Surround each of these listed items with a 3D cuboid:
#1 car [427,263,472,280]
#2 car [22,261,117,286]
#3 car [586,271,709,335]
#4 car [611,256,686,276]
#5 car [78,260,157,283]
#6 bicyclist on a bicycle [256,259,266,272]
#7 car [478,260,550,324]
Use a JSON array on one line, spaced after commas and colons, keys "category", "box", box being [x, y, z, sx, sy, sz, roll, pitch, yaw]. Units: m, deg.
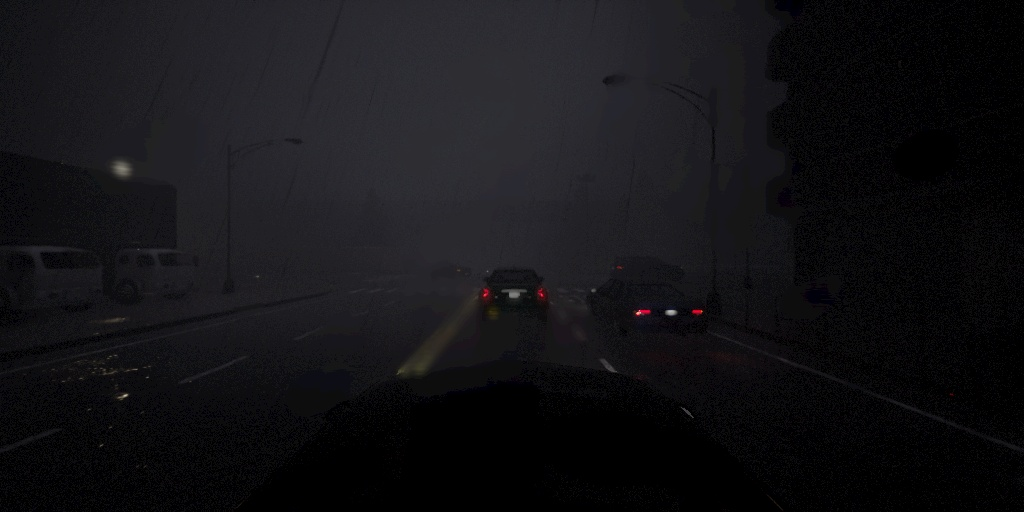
[{"category": "car", "box": [-5.630, 1.351, 32.255, 4.674, 1.442, 1.812, 0, -1, 39]}, {"category": "car", "box": [-33.860, 1.299, 27.537, 4.674, 1.442, 1.812, 0, 0, 0]}, {"category": "car", "box": [3.574, 1.324, 10.523, 2.033, 1.411, 5.357, 0, 0, 0]}, {"category": "car", "box": [10.573, 1.011, 28.092, 5.566, 2.045, 2.150, -1, -1, -5]}, {"category": "car", "box": [-34.166, 1.310, 31.046, 4.674, 1.442, 1.812, 0, 0, 0]}, {"category": "bicyclist on a bicycle", "box": [-29.422, 1.119, 42.034, 0.582, 1.620, 1.656, 0, 0, 0]}, {"category": "car", "box": [0.067, 1.134, 12.264, 2.097, 1.767, 4.553, 0, 0, 0]}]
